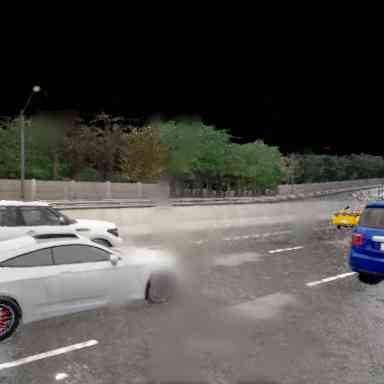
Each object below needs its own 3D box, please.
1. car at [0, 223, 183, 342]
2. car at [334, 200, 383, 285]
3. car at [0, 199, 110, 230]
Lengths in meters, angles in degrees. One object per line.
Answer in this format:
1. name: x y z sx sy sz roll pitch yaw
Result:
1. car: -2.369 1.522 6.352 4.674 1.442 1.812 0 0 -35
2. car: 6.148 1.208 8.244 5.566 2.045 2.150 0 0 -35
3. car: -4.669 1.218 9.013 5.566 2.045 2.150 0 0 -35
